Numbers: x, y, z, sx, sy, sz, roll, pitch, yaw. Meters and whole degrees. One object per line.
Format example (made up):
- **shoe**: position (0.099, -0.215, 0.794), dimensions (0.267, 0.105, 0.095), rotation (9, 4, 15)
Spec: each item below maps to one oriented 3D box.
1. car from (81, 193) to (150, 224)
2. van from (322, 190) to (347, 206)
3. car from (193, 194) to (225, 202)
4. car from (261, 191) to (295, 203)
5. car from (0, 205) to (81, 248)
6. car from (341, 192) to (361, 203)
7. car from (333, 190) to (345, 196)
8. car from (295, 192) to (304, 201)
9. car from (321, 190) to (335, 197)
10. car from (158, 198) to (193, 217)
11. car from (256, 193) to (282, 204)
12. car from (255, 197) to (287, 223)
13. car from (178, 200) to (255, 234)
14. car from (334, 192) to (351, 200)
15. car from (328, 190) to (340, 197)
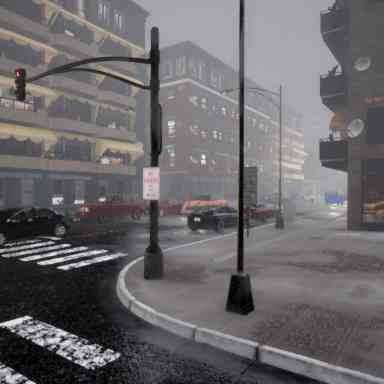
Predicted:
- **car**: position (-5.375, 1.032, 22.766), dimensions (2.192, 1.841, 5.009), rotation (2, 2, 35)
- **van**: position (17.474, 0.721, 40.705), dimensions (1.690, 1.788, 3.998), rotation (2, 2, 35)
- **car**: position (1.178, 0.976, 27.610), dimensions (2.097, 1.767, 4.553), rotation (1, 1, 35)
- **car**: position (10.622, 0.741, 41.003), dimensions (2.097, 1.767, 4.553), rotation (1, 1, 35)
- **car**: position (-7.515, 1.384, 14.441), dimensions (1.837, 1.490, 4.892), rotation (0, 2, 28)
- **car**: position (23.878, 0.764, 49.824), dimensions (1.887, 1.381, 4.507), rotation (2, 2, 35)
- **car**: position (36.263, 0.257, 82.020), dimensions (1.802, 1.307, 4.206), rotation (2, 2, 35)
- **car**: position (17.044, 0.720, 54.675), dimensions (1.947, 1.339, 4.313), rotation (2, 2, 35)
- **car**: position (29.857, 0.379, 72.905), dimensions (1.887, 1.381, 4.507), rotation (2, 2, 35)
- **car**: position (-2.174, 1.181, 27.330), dimensions (1.887, 1.381, 4.507), rotation (2, 2, 35)
- **car**: position (10.638, 0.881, 45.560), dimensions (1.947, 1.339, 4.313), rotation (2, 2, 35)
- **car**: position (4.659, 1.283, 22.480), dimensions (1.802, 1.307, 4.206), rotation (2, 2, 35)
- **car**: position (1.456, 1.348, 17.922), dimensions (1.947, 1.339, 4.313), rotation (2, 2, 35)
- **car**: position (25.914, 0.696, 57.244), dimensions (1.895, 1.301, 4.718), rotation (1, 1, 35)
- **car**: position (33.060, 0.337, 77.463), dimensions (1.802, 1.307, 4.206), rotation (2, 2, 35)
